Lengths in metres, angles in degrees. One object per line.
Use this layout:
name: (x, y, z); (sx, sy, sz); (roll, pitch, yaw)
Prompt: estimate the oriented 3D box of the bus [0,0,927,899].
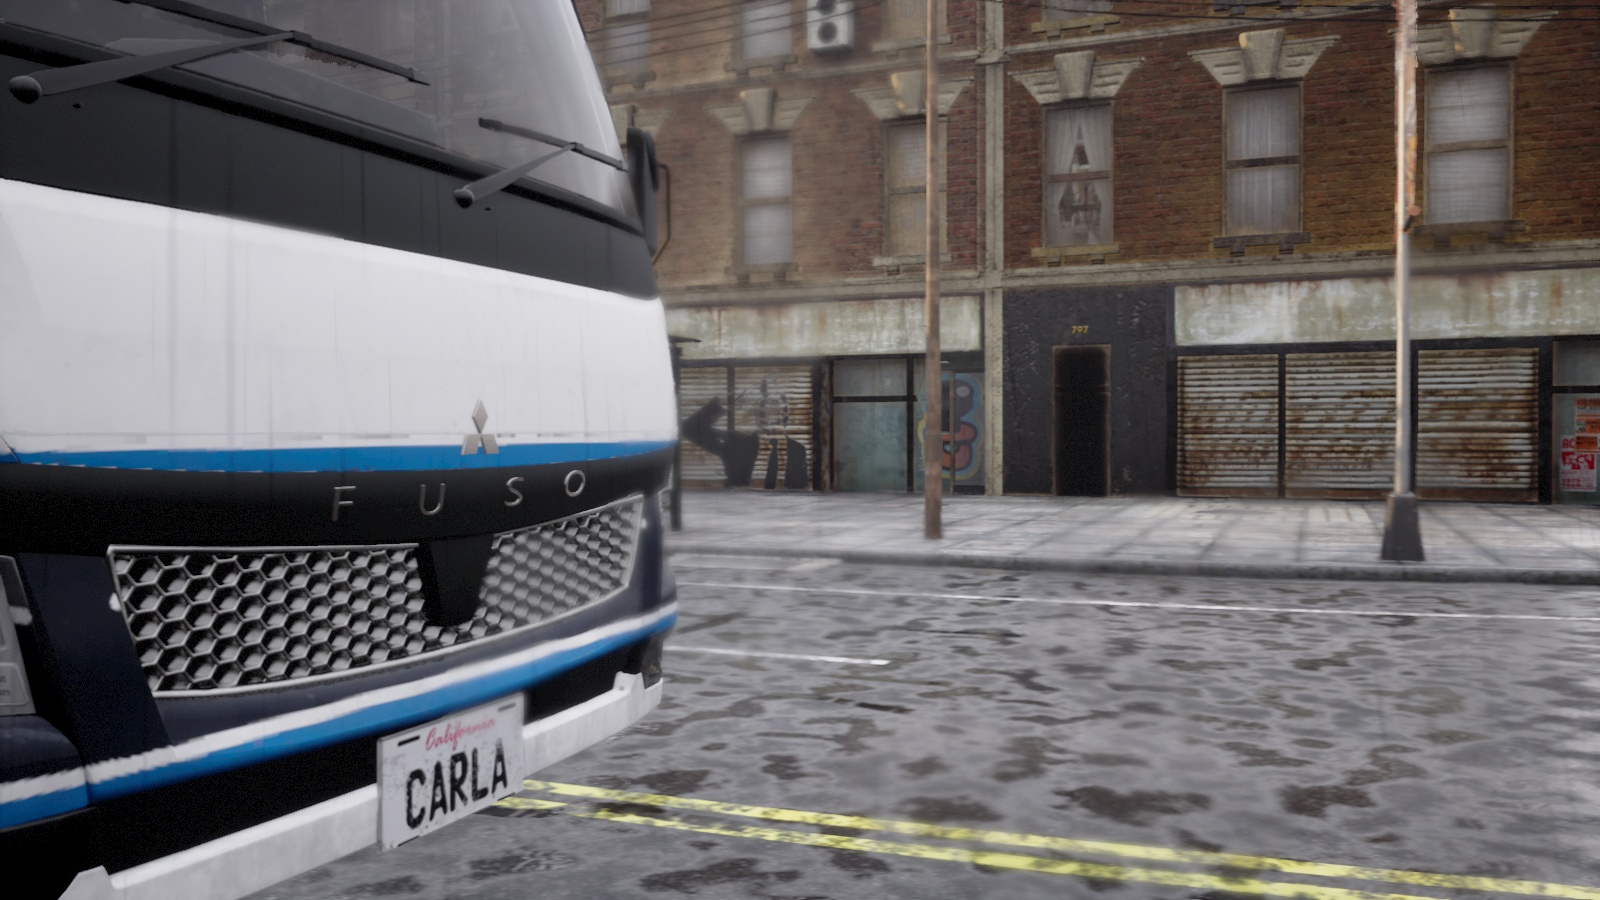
bus: (-5.007, -0.647, 5.112); (10.273, 4.253, 3.944); (1, 1, 23)
